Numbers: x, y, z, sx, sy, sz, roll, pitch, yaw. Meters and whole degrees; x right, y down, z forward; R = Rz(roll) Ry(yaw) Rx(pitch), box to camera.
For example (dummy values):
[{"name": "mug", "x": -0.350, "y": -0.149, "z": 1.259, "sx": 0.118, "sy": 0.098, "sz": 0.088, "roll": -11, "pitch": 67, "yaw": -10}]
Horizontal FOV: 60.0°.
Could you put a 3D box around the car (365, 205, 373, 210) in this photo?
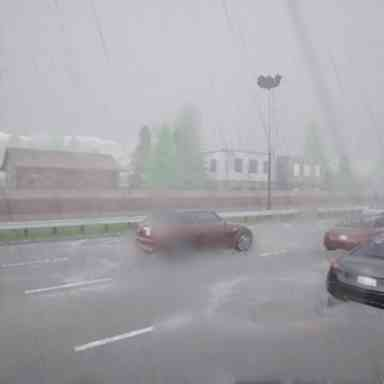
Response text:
[{"name": "car", "x": 16.851, "y": 1.728, "z": 28.953, "sx": 4.718, "sy": 1.301, "sz": 1.895, "roll": 0, "pitch": 0, "yaw": -36}]

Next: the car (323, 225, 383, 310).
[{"name": "car", "x": 4.813, "y": 1.596, "z": 7.242, "sx": 4.181, "sy": 1.385, "sz": 1.994, "roll": 0, "pitch": 0, "yaw": -36}]

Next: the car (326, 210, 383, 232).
[{"name": "car", "x": 7.123, "y": 1.624, "z": 13.245, "sx": 4.181, "sy": 1.385, "sz": 1.994, "roll": 0, "pitch": 0, "yaw": -36}]

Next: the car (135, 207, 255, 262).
[{"name": "car", "x": 0.247, "y": 1.417, "z": 12.579, "sx": 4.553, "sy": 1.767, "sz": 2.097, "roll": 0, "pitch": 0, "yaw": -36}]

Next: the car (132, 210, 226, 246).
[{"name": "car", "x": -0.591, "y": 1.650, "z": 16.294, "sx": 4.181, "sy": 1.385, "sz": 1.994, "roll": 0, "pitch": 0, "yaw": -36}]

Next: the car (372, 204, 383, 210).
[{"name": "car", "x": 15.260, "y": 1.649, "z": 23.474, "sx": 5.357, "sy": 1.411, "sz": 2.033, "roll": 0, "pitch": 0, "yaw": -36}]
